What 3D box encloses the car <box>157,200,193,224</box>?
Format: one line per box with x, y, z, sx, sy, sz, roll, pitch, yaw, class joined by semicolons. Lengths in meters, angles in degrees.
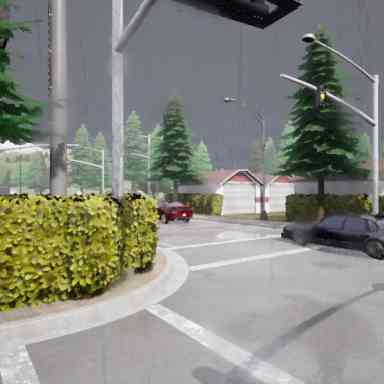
-1.919;1.304;23.395;1.882;1.535;5.008;-1;1;-35;car

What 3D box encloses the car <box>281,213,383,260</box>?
5.960;1.505;12.449;2.033;1.411;5.357;0;1;-35;car
